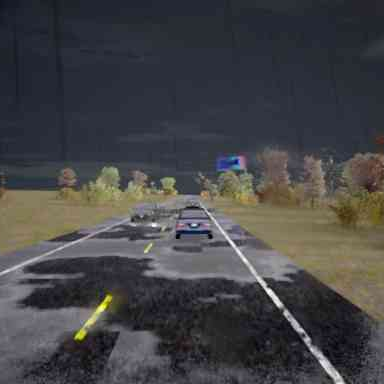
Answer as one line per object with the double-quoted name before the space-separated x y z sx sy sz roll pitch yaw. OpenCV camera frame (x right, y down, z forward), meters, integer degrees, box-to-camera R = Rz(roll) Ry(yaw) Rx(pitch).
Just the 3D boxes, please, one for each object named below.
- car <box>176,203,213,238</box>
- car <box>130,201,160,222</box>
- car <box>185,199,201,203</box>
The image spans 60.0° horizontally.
"car" 0.099 1.554 17.720 2.033 1.411 5.357 0 0 0
"car" -3.591 1.517 26.111 1.837 1.490 4.892 0 0 0
"car" 0.097 1.571 42.504 2.033 1.411 5.357 0 0 0
